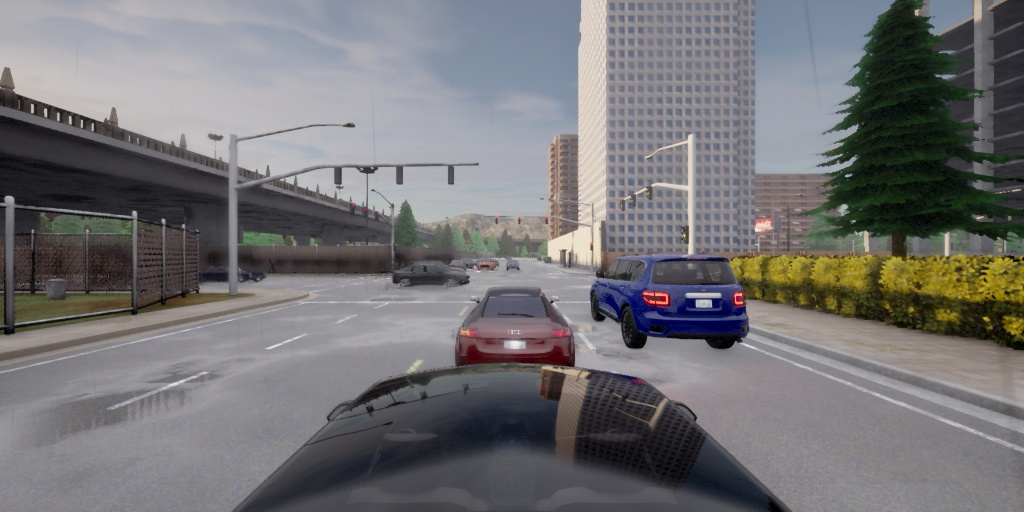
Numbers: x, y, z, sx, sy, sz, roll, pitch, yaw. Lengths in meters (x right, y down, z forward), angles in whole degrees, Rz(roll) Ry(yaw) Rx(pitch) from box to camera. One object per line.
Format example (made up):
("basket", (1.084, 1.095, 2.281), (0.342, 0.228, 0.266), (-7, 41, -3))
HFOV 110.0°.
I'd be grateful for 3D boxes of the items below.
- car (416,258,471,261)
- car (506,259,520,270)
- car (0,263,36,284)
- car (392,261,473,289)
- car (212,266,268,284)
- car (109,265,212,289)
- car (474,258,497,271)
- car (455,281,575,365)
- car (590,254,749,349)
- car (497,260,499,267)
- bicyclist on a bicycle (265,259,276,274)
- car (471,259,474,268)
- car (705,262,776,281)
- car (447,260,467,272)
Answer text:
("car", (-5.678, 1.128, 26.680), (4.553, 1.767, 2.097), (0, 0, 0))
("car", (0.123, 1.297, 51.667), (2.033, 1.411, 5.357), (0, 0, 0))
("car", (-38.485, 1.331, 26.619), (4.674, 1.442, 1.812), (0, 0, 0))
("car", (-5.216, 1.283, 23.182), (4.892, 1.490, 1.837), (0, 0, 0))
("car", (-21.037, 1.406, 26.644), (4.718, 1.301, 1.895), (0, 0, 0))
("car", (-22.866, 1.295, 23.140), (4.902, 1.511, 2.128), (0, 0, 0))
("car", (-3.598, 1.102, 49.800), (2.097, 1.767, 4.553), (0, 0, 0))
("car", (0.062, 1.314, 7.430), (1.994, 1.385, 4.181), (0, 0, 0))
("car", (3.567, 0.971, 9.297), (2.150, 2.045, 5.566), (0, 0, 1))
("car", (-3.595, 1.242, 58.872), (2.128, 1.511, 4.902), (0, 0, 0))
("bicyclist on a bicycle", (-25.306, 1.106, 37.617), (0.582, 1.620, 1.656), (0, 0, 0))
("car", (-7.101, 1.102, 55.540), (2.097, 1.767, 4.553), (0, 0, 0))
("car", (19.301, 1.310, 30.438), (4.892, 1.490, 1.837), (0, 0, 0))
("car", (-7.103, 1.255, 46.656), (1.837, 1.490, 4.892), (0, 0, 0))
